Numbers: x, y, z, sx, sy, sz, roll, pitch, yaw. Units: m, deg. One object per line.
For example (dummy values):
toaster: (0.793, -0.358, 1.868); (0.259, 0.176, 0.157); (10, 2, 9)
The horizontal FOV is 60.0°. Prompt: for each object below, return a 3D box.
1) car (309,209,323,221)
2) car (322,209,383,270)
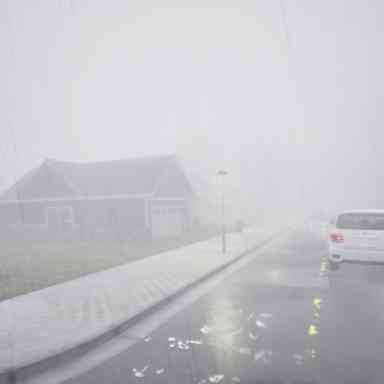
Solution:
car: (16.031, 2.891, 42.293); (1.837, 1.490, 4.892); (-3, -3, 23)
car: (6.255, 1.618, 12.072); (2.150, 2.045, 5.566); (-2, -2, 27)
